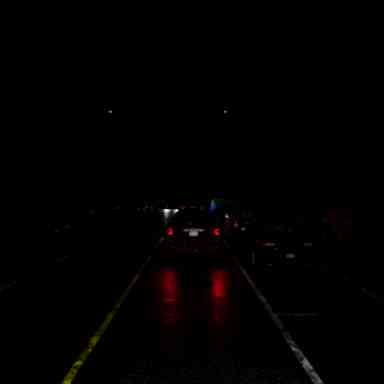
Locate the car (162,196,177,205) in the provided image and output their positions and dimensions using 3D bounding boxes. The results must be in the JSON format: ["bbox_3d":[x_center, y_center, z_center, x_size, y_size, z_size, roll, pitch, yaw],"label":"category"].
[{"bbox_3d":[-3.061,1.826,50.953,1.837,1.490,4.892,0,0,0],"label":"car"}]

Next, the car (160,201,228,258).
[{"bbox_3d":[0.071,1.427,13.267,2.097,1.767,4.553,0,0,0],"label":"car"}]

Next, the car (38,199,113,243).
[{"bbox_3d":[-5.852,1.410,16.894,2.192,1.841,5.009,0,0,0],"label":"car"}]

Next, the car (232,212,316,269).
[{"bbox_3d":[2.671,1.608,11.237,1.887,1.381,4.507,0,0,0],"label":"car"}]

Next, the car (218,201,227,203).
[{"bbox_3d":[2.677,1.725,28.153,1.947,1.339,4.313,0,0,0],"label":"car"}]

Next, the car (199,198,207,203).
[{"bbox_3d":[2.700,2.121,84.543,2.008,1.369,4.403,0,0,0],"label":"car"}]

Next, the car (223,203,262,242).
[{"bbox_3d":[2.674,1.534,16.876,1.967,1.590,4.097,0,0,0],"label":"car"}]

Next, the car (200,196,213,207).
[{"bbox_3d":[2.690,1.726,61.985,2.192,1.841,5.009,0,0,0],"label":"car"}]

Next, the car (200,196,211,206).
[{"bbox_3d":[2.692,1.769,67.625,2.192,1.841,5.009,0,0,0],"label":"car"}]

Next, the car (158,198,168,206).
[{"bbox_3d":[-5.834,1.978,67.478,1.752,1.417,4.829,0,0,0],"label":"car"}]

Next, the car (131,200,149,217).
[{"bbox_3d":[-5.846,1.637,33.812,1.967,1.590,4.097,0,0,0],"label":"car"}]

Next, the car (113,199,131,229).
[{"bbox_3d":[-5.850,1.442,22.533,2.192,1.841,5.009,0,0,0],"label":"car"}]

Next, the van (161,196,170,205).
[{"bbox_3d":[-5.831,1.837,73.291,1.690,1.788,3.998,0,0,0],"label":"van"}]

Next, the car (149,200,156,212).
[{"bbox_3d":[-5.844,1.675,39.450,1.967,1.590,4.097,0,0,0],"label":"car"}]

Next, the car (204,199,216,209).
[{"bbox_3d":[2.686,1.848,50.916,1.752,1.417,4.829,0,-1,1],"label":"car"}]

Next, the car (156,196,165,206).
[{"bbox_3d":[-5.845,1.889,56.165,1.752,1.417,4.829,0,-1,1],"label":"car"}]

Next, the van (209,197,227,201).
[{"bbox_3d":[2.679,1.537,33.793,1.690,1.788,3.998,0,0,0],"label":"van"}]

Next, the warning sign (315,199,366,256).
[{"bbox_3d":[5.072,1.179,11.450,1.300,1.860,1.060,0,0,0],"label":"warning sign"}]

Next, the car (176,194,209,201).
[{"bbox_3d":[0.078,1.383,28.114,2.150,2.045,5.566,0,0,0],"label":"car"}]
